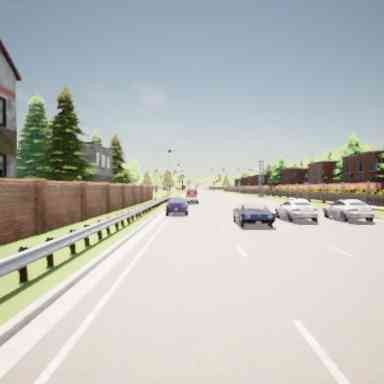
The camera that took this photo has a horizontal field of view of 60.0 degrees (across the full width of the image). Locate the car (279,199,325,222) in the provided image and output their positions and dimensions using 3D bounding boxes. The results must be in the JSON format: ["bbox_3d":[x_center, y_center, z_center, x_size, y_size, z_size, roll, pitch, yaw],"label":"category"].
[{"bbox_3d":[7.087,1.222,22.709,1.812,1.442,4.674,0,1,0],"label":"car"}]

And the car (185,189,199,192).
[{"bbox_3d":[0.000,0.421,59.837,2.150,2.045,5.566,0,1,0],"label":"car"}]

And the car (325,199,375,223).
[{"bbox_3d":[10.587,1.223,22.650,1.812,1.442,4.674,0,1,0],"label":"car"}]

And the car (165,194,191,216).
[{"bbox_3d":[-1.225,1.153,27.897,1.812,1.442,4.674,0,1,0],"label":"car"}]

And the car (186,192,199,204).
[{"bbox_3d":[0.017,0.981,46.459,1.895,1.301,4.718,0,1,0],"label":"car"}]

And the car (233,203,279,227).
[{"bbox_3d":[3.600,1.331,20.174,1.895,1.301,4.718,0,1,0],"label":"car"}]
